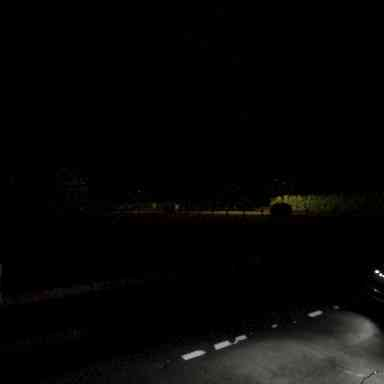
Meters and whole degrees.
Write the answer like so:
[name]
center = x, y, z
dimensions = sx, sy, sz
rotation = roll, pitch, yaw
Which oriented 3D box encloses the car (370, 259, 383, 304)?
[car]
center = 5.727, 1.585, 7.152
dimensions = 4.902, 1.511, 2.128
rotation = 1, 0, -35
